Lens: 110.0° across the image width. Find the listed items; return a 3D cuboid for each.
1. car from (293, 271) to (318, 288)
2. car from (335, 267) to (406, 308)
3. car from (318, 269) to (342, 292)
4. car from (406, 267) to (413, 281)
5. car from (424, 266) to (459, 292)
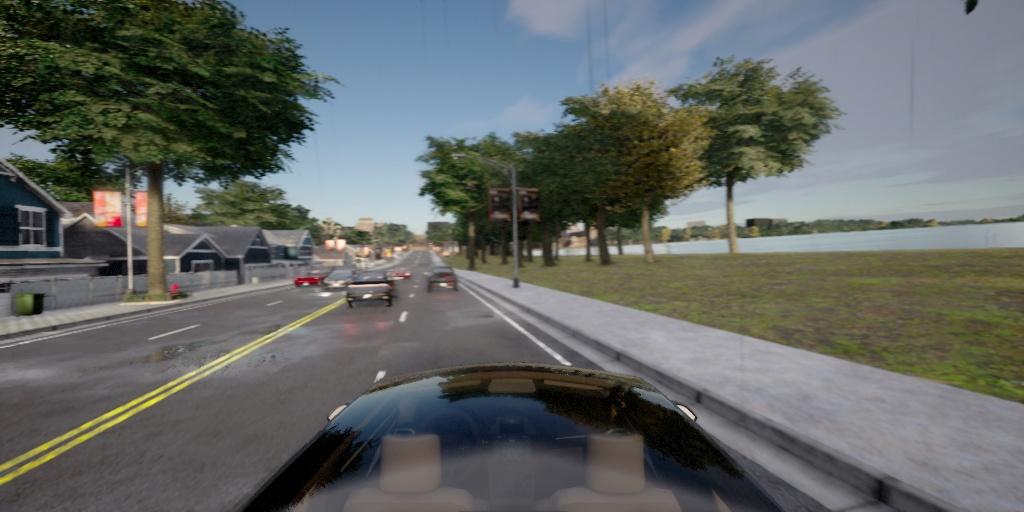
[{"bbox_3d":[-16.280,1.866,29.562,1.895,1.301,4.718,-1,0,-13],"label":"car"},{"bbox_3d":[-6.307,1.414,16.570,2.128,1.511,4.902,-1,0,-13],"label":"car"},{"bbox_3d":[-12.008,1.649,25.654,1.812,1.442,4.674,-1,0,-14],"label":"car"},{"bbox_3d":[-10.673,1.750,34.883,1.895,1.301,4.718,-1,0,-14],"label":"car"},{"bbox_3d":[-4.487,1.410,22.890,1.837,1.490,4.892,-1,0,-13],"label":"car"}]
